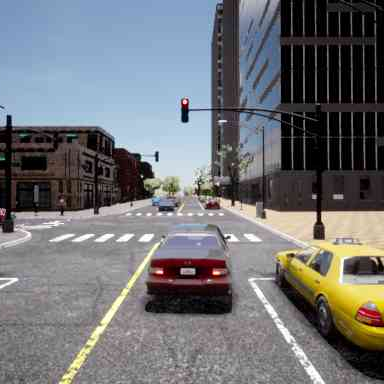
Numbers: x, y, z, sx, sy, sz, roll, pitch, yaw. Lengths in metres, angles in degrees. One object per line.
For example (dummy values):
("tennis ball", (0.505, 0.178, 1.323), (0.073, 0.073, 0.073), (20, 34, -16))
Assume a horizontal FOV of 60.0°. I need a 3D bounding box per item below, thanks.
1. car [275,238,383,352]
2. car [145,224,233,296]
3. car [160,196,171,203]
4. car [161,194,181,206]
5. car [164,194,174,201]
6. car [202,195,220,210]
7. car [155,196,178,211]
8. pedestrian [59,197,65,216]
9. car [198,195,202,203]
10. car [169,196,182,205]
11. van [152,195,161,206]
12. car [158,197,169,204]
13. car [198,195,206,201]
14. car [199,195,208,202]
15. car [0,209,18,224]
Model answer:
("car", (2.836, 1.527, 6.353), (1.752, 1.417, 4.829), (1, 0, 0))
("car", (0.072, 1.550, 8.803), (2.033, 1.411, 5.357), (0, 0, 3))
("car", (-5.705, 1.593, 71.815), (1.947, 1.339, 4.313), (1, 0, 0))
("car", (-3.113, 1.370, 51.013), (2.097, 1.767, 4.553), (0, 0, 0))
("car", (-5.705, 1.347, 82.883), (2.192, 1.841, 5.009), (1, 0, 0))
("car", (2.687, 1.455, 44.131), (1.967, 1.590, 4.097), (1, 0, 0))
("car", (-3.138, 1.561, 41.114), (2.033, 1.411, 5.357), (0, 0, -3))
("pedestrian", (-12.556, 1.368, 32.120), (0.375, 1.860, 0.375), (0, 0, 1))
("car", (2.676, 1.552, 71.976), (1.752, 1.417, 4.829), (1, 0, 0))
("car", (-3.088, 1.514, 61.390), (2.128, 1.511, 4.902), (0, 0, 0))
("van", (-5.696, 1.361, 55.212), (1.690, 1.788, 3.998), (1, 0, 0))
("car", (-5.703, 1.606, 66.280), (1.802, 1.307, 4.206), (1, 0, 0))
("car", (2.670, 1.578, 88.410), (1.887, 1.381, 4.507), (1, 0, 0))
("car", (2.674, 1.554, 77.510), (1.752, 1.417, 4.829), (1, 0, 0))
("car", (-14.856, 1.462, 23.464), (4.553, 1.767, 2.097), (0, -1, 0))
